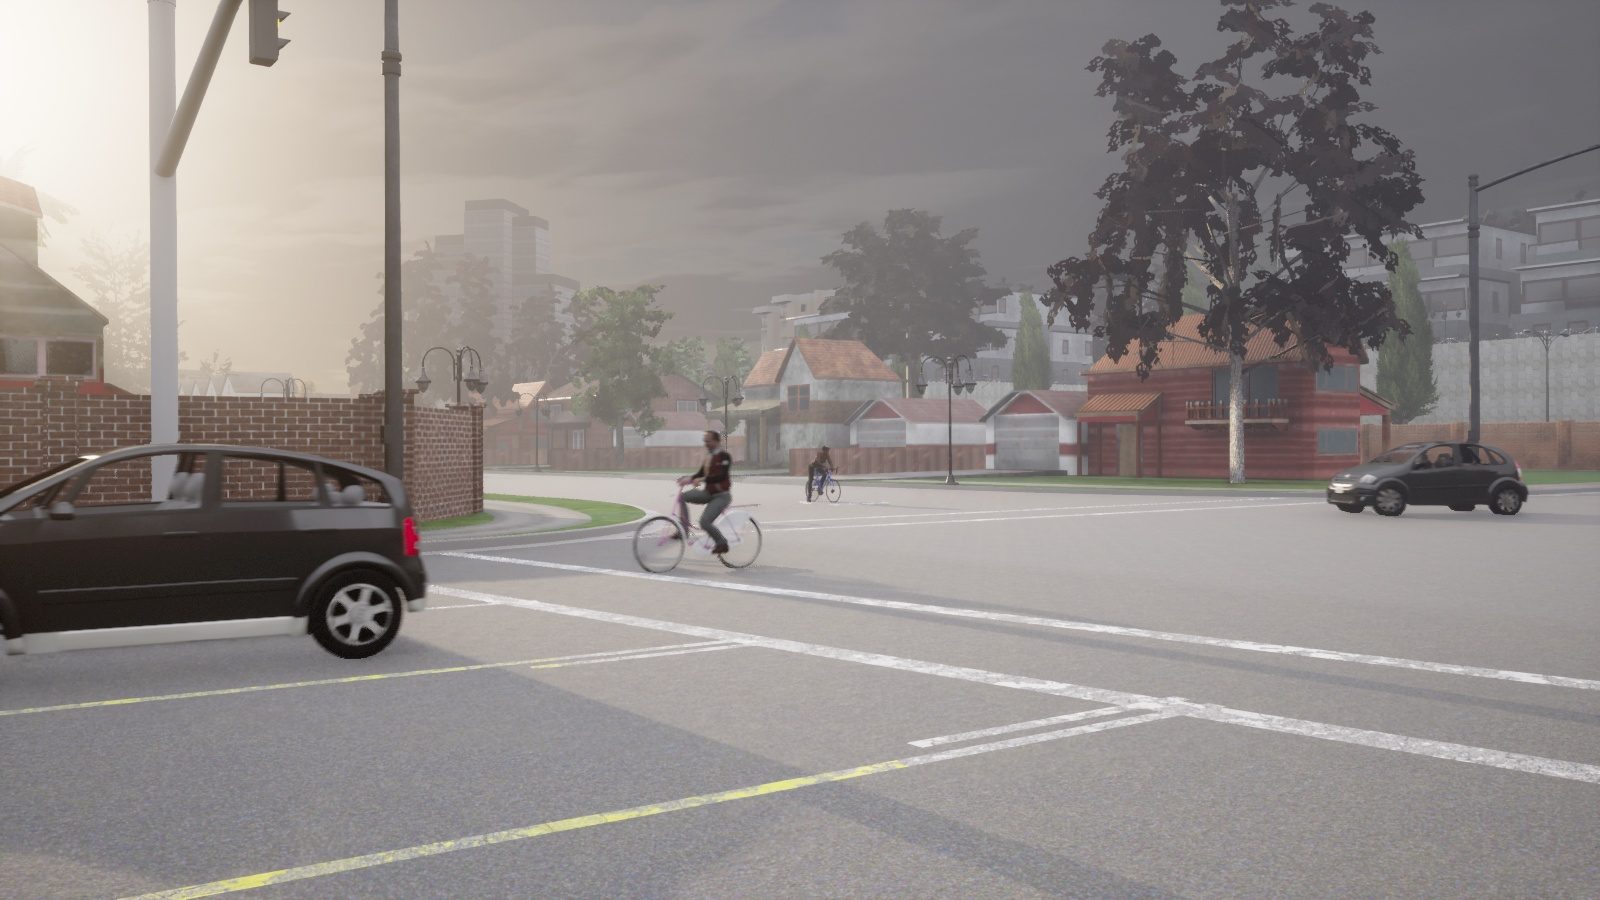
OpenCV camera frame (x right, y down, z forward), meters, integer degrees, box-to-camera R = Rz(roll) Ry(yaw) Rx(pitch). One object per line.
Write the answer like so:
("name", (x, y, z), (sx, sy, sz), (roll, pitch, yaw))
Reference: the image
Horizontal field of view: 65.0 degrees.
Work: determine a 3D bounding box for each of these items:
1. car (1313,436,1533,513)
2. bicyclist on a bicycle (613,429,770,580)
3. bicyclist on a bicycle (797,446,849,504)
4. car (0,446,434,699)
("car", (13.737, 0.517, 27.808), (3.988, 1.617, 1.851), (-1, 0, -6))
("bicyclist on a bicycle", (-1.326, 0.643, 15.531), (1.843, 1.776, 0.659), (0, 0, -35))
("bicyclist on a bicycle", (0.651, 0.691, 35.776), (0.582, 1.620, 1.656), (-1, 1, -36))
("car", (-4.720, 0.753, 8.904), (3.705, 1.549, 1.789), (0, 0, -35))
